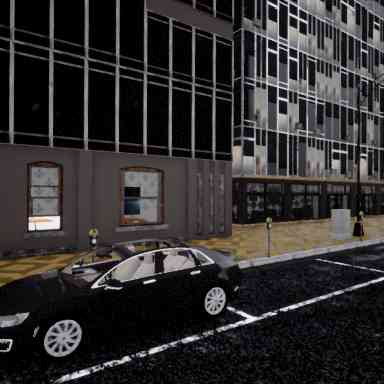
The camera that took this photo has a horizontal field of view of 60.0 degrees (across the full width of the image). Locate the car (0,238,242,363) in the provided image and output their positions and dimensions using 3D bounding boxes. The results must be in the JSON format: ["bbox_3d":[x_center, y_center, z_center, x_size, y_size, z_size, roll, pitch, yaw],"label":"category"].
[{"bbox_3d":[-1.072,1.551,5.786,4.403,1.369,2.008,0,0,-35],"label":"car"}]
